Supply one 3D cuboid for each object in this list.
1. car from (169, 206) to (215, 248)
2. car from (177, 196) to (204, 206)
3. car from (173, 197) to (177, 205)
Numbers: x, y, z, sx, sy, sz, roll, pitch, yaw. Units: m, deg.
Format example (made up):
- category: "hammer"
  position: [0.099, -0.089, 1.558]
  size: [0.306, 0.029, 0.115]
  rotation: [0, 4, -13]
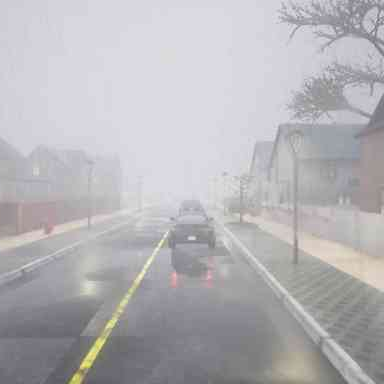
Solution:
- category: "car"
  position: [0.000, 1.550, 14.652]
  size: [1.812, 1.442, 4.674]
  rotation: [0, 0, 0]
- category: "car"
  position: [0.000, 1.427, 29.624]
  size: [2.097, 1.767, 4.553]
  rotation: [0, 0, 0]
- category: "car"
  position: [-2.749, 1.695, 66.620]
  size: [2.097, 1.767, 4.553]
  rotation: [0, -1, 0]
